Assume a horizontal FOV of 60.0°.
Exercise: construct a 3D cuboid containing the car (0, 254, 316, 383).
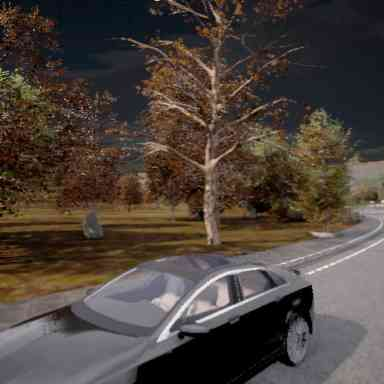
[{"bbox_3d":[-0.141,1.641,4.236,2.128,1.511,4.902,-2,-3,44],"label":"car"}]
